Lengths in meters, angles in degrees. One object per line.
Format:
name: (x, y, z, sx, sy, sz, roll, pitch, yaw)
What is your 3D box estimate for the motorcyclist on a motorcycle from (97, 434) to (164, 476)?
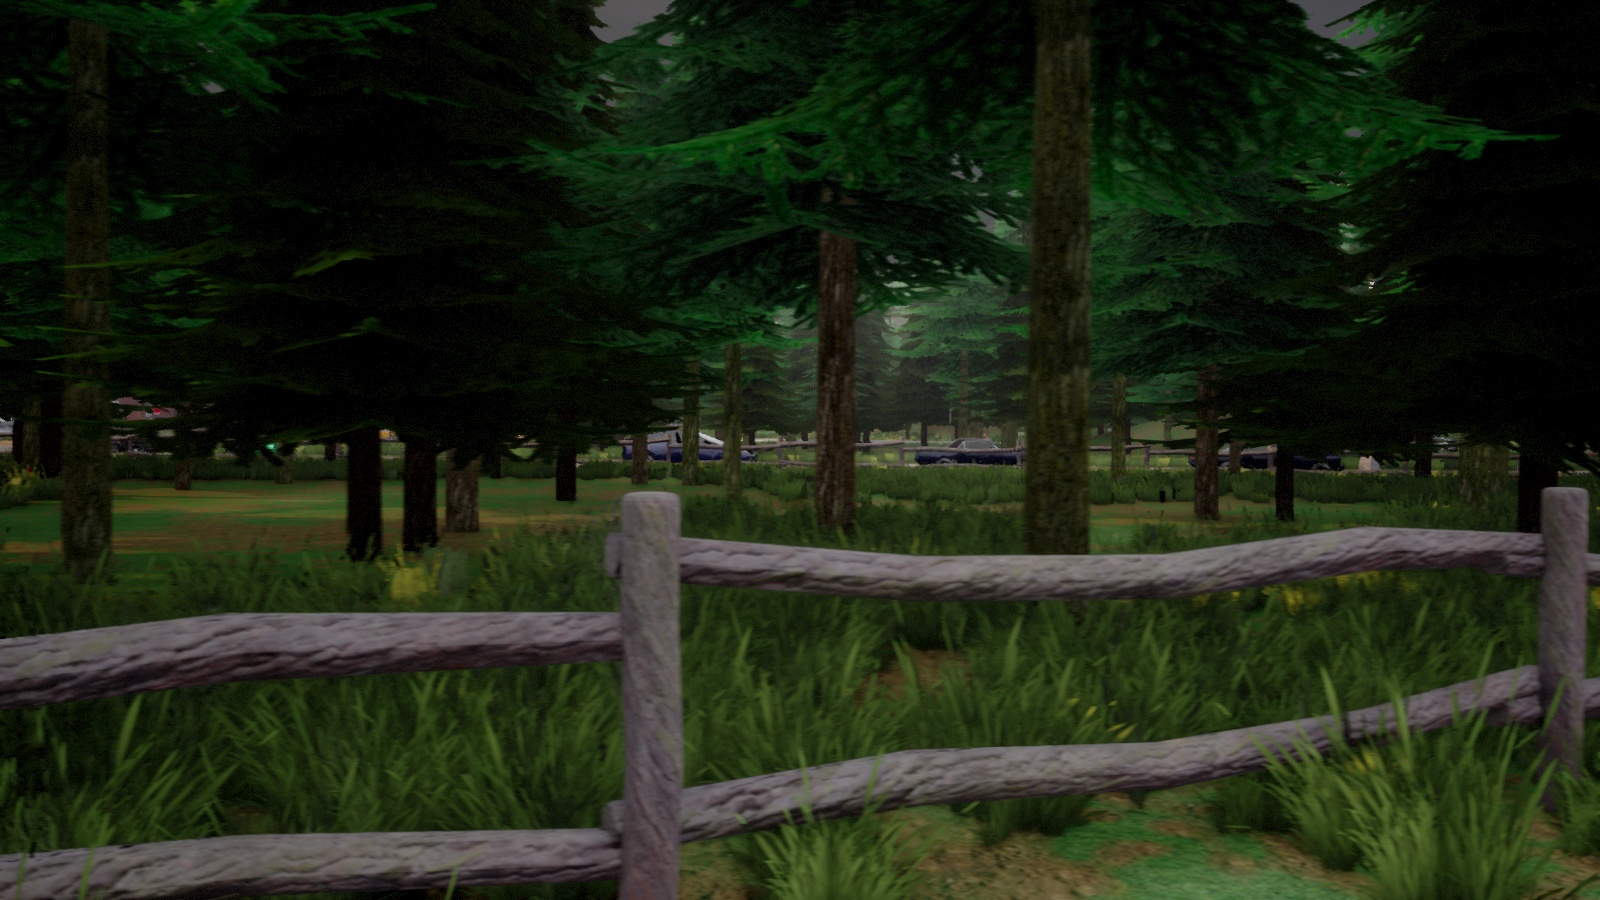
motorcyclist on a motorcycle: (-27.197, 0.202, 51.020, 2.350, 1.649, 0.766, -1, 1, 9)

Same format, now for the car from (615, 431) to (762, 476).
car: (-3.876, 0.111, 44.316, 4.792, 1.488, 2.163, -1, 1, 7)

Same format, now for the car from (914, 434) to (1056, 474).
car: (6.309, 0.120, 43.023, 4.718, 1.301, 1.895, -1, 1, 7)

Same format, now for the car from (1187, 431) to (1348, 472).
car: (15.503, 0.038, 41.865, 4.718, 1.301, 1.895, -1, 1, 7)

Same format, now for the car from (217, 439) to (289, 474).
car: (-21.850, 0.261, 50.202, 2.207, 1.376, 1.481, 0, 1, 9)
